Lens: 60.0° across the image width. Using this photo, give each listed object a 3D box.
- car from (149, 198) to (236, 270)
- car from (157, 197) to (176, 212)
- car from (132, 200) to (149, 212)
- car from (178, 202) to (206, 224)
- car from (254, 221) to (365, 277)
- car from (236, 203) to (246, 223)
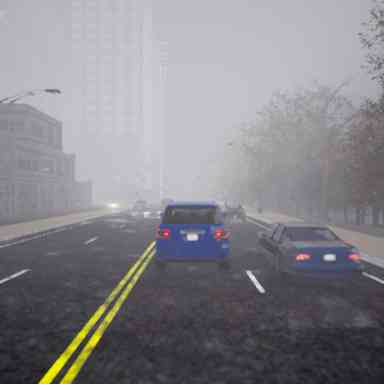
[{"bbox_3d":[0.031,1.293,11.429,2.150,2.045,5.566,0,0,0],"label":"car"},{"bbox_3d":[-3.357,1.610,44.446,2.097,1.767,4.553,0,0,0],"label":"car"},{"bbox_3d":[-6.609,1.779,43.890,1.812,1.442,4.674,0,0,0],"label":"car"},{"bbox_3d":[0.041,1.659,27.531,2.128,1.511,4.902,0,0,1],"label":"car"},{"bbox_3d":[3.271,1.611,10.383,2.033,1.411,5.357,0,0,0],"label":"car"},{"bbox_3d":[3.291,1.659,27.530,2.128,1.511,4.902,0,0,1],"label":"car"}]
